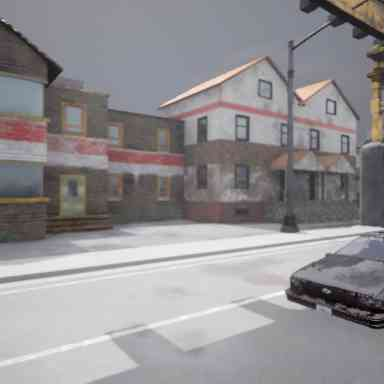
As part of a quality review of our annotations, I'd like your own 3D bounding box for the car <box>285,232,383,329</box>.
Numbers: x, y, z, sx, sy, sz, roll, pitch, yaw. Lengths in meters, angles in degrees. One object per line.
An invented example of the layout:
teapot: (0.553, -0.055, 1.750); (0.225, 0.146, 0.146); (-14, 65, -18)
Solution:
car: (4.374, 1.597, 7.088); (5.357, 1.411, 2.033); (0, 0, -35)
